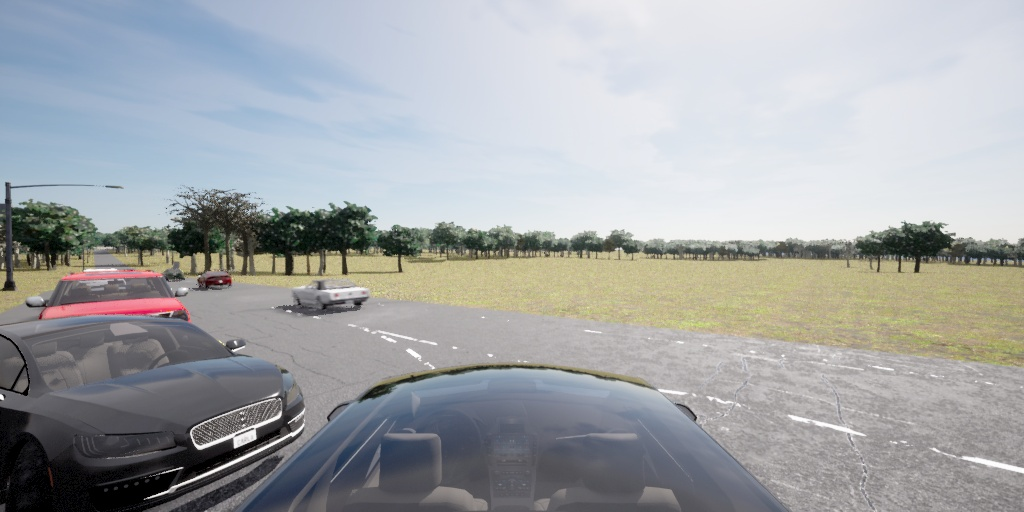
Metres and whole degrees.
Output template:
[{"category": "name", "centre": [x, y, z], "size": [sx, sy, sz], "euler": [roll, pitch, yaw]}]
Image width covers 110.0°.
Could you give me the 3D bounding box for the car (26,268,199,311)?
[{"category": "car", "centre": [-9.510, 1.385, 8.595], "size": [5.566, 2.045, 2.150], "euler": [-2, 0, 41]}]

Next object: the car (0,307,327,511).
[{"category": "car", "centre": [-4.578, 1.445, 3.972], "size": [4.892, 1.490, 1.837], "euler": [-3, -3, 21]}]

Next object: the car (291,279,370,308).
[{"category": "car", "centre": [-8.848, 1.770, 17.246], "size": [4.718, 1.301, 1.895], "euler": [-2, 0, 41]}]

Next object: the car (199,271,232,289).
[{"category": "car", "centre": [-27.774, 2.157, 33.458], "size": [5.008, 1.535, 1.882], "euler": [-2, 0, 41]}]

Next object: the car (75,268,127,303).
[{"category": "car", "centre": [-28.171, 1.889, 24.593], "size": [5.566, 2.045, 2.150], "euler": [-2, 0, 41]}]
